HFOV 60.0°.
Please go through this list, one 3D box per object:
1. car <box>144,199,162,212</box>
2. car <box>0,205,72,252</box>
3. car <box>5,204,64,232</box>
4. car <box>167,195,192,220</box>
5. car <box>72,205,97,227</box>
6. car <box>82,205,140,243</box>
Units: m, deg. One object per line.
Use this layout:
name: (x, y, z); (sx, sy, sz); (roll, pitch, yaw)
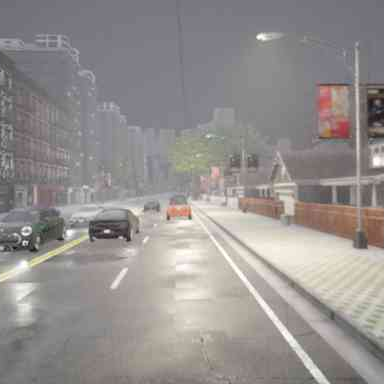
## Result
car: (-4.838, 1.633, 40.962); (2.128, 1.511, 4.902); (-1, 0, -2)
car: (-7.146, 1.493, 14.474); (2.097, 1.767, 4.553); (-1, 0, -2)
car: (-10.735, 1.690, 23.199); (1.882, 1.535, 5.008); (-1, 0, -2)
car: (-1.126, 1.419, 29.240); (2.097, 1.767, 4.553); (-1, 0, -2)
car: (-7.532, 1.689, 24.655); (1.812, 1.442, 4.674); (-1, 0, -2)
car: (-3.808, 1.569, 16.943); (1.882, 1.535, 5.008); (-1, 0, -2)
